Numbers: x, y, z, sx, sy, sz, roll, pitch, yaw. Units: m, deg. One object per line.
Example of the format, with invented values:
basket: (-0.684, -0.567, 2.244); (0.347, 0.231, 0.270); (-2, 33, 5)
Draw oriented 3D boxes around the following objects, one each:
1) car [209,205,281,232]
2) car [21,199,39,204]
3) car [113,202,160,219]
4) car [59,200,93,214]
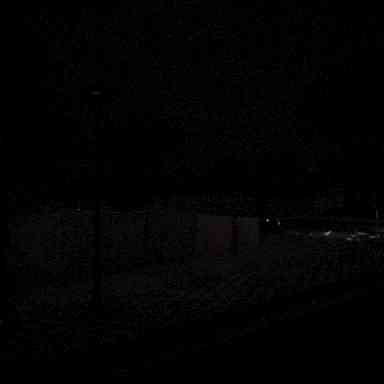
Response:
car: (3.367, 1.665, 21.877); (4.902, 1.511, 2.128); (0, 3, 36)
car: (-22.534, 1.246, 45.994); (2.128, 1.511, 4.902); (-4, 3, -40)
car: (-4.750, 1.656, 28.209); (4.902, 1.511, 2.128); (0, 3, 40)
car: (-12.218, 1.635, 34.950); (4.892, 1.490, 1.837); (0, 3, 44)
